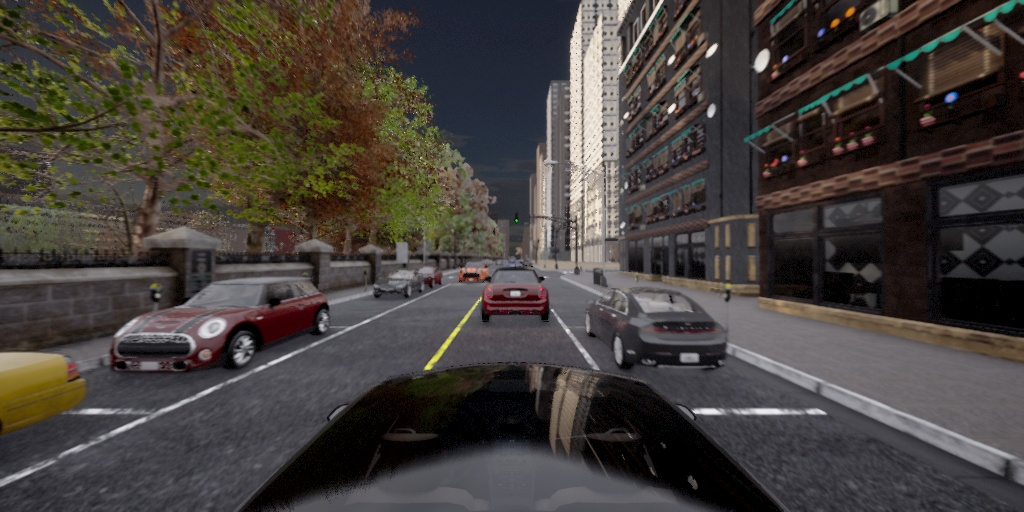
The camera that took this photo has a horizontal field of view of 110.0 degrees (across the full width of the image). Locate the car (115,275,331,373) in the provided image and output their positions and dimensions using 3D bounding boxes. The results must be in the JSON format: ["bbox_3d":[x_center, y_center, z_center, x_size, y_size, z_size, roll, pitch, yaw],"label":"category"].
[{"bbox_3d":[-5.690,1.204,7.620,1.967,1.591,4.097,0,0,0],"label":"car"}]

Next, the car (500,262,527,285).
[{"bbox_3d":[0.109,1.292,27.498,1.882,1.535,5.008,0,0,0],"label":"car"}]

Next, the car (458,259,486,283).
[{"bbox_3d":[-3.021,1.169,28.869,2.097,1.767,4.553,0,0,1],"label":"car"}]

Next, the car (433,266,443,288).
[{"bbox_3d":[-5.813,1.350,24.236,1.888,1.381,4.507,0,0,0],"label":"car"}]

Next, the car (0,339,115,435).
[{"bbox_3d":[-5.692,1.277,1.911,1.751,1.417,4.829,0,0,0],"label":"car"}]

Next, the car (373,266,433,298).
[{"bbox_3d":[-5.763,1.342,18.696,2.007,1.370,4.403,0,0,0],"label":"car"}]

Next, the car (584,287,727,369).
[{"bbox_3d":[2.691,1.314,7.619,2.007,1.370,4.403,0,0,0],"label":"car"}]

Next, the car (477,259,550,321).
[{"bbox_3d":[0.103,1.129,12.674,2.097,1.767,4.553,0,0,0],"label":"car"}]
